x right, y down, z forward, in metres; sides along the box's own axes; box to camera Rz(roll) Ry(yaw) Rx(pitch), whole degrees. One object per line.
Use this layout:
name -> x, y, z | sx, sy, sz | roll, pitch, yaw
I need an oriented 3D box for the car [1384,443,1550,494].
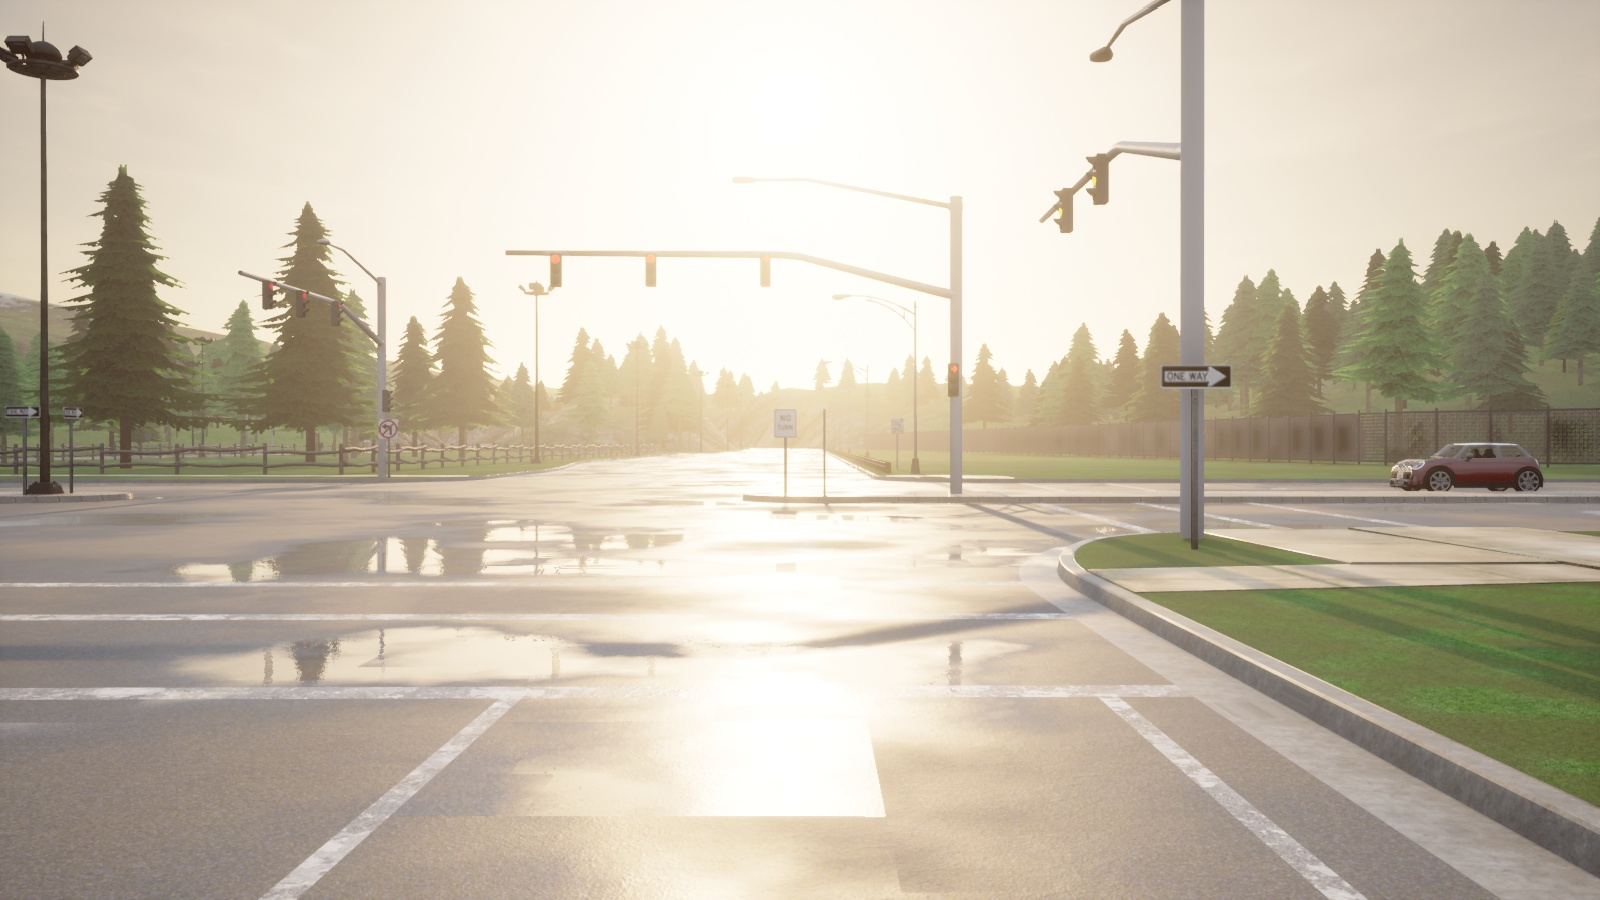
car -> 19.433, 0.520, 36.738 | 3.806, 1.475, 1.970 | 0, 0, 1
